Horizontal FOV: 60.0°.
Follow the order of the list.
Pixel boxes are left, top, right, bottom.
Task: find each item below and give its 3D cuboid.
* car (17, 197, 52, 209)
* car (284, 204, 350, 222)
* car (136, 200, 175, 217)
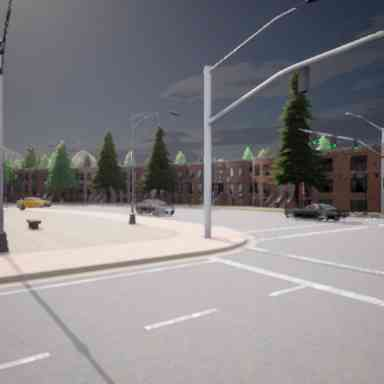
[{"bbox_3d":[-21.423,1.472,45.242,5.008,1.535,1.882,0,0,22],"label":"car"},{"bbox_3d":[9.573,1.588,25.983,1.895,1.301,4.718,0,0,-35],"label":"car"},{"bbox_3d":[-3.502,1.482,31.412,2.128,1.511,4.902,0,0,-38],"label":"car"}]
